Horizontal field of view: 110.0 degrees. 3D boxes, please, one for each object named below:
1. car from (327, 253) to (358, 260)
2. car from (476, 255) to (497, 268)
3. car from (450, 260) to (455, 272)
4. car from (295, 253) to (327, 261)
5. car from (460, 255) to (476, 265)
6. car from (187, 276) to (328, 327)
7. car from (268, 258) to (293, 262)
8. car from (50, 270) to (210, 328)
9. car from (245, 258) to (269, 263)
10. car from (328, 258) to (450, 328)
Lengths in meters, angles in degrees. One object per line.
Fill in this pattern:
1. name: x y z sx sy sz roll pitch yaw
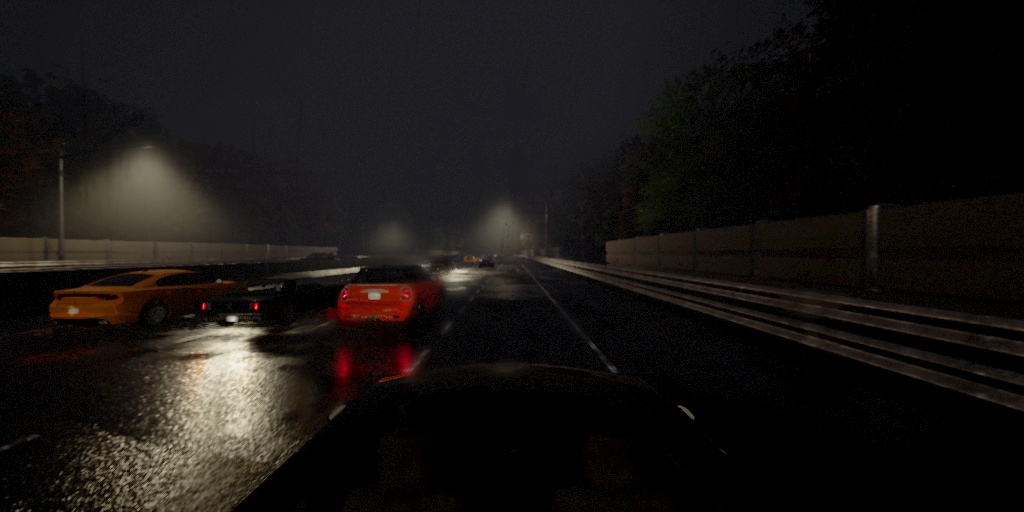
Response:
1. car: -21.056 0.737 45.661 2.097 1.767 4.553 0 0 1
2. car: -3.512 0.912 50.444 1.994 1.385 4.181 0 0 0
3. car: -7.006 0.969 36.411 1.837 1.490 4.892 0 0 0
4. car: -24.548 0.603 45.452 2.150 2.045 5.566 0 1 1
5. car: -7.014 0.742 60.690 1.882 1.535 5.008 0 0 0
6. car: -7.002 1.272 11.200 1.895 1.301 4.718 0 0 0
7. car: -28.042 0.986 45.508 1.895 1.301 4.718 0 0 1
8. car: -10.500 1.149 11.062 1.882 1.535 5.008 0 0 0
9. car: -31.537 0.934 45.379 2.033 1.411 5.357 0 0 1
10. car: -3.497 1.022 11.255 2.097 1.767 4.553 0 0 0
